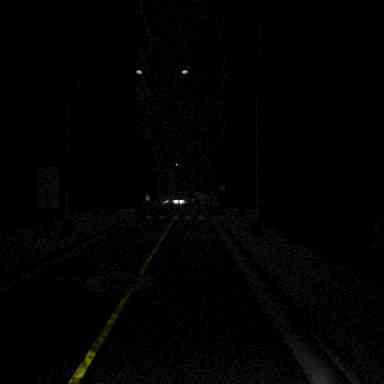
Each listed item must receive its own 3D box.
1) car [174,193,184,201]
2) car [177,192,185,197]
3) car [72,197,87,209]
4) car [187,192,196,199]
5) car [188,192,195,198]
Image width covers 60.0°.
[{"bbox_3d":[-2.774,1.044,69.949,2.128,1.511,4.902,0,0,0],"label":"car"},{"bbox_3d":[-2.780,0.650,85.548,1.994,1.385,4.181,0,0,0],"label":"car"},{"bbox_3d":[-14.817,1.301,39.526,4.403,1.369,2.008,0,0,0],"label":"car"},{"bbox_3d":[-0.028,0.937,80.542,1.837,1.490,4.892,0,0,0],"label":"car"},{"bbox_3d":[-0.032,0.744,90.960,1.837,1.490,4.892,0,0,0],"label":"car"}]
